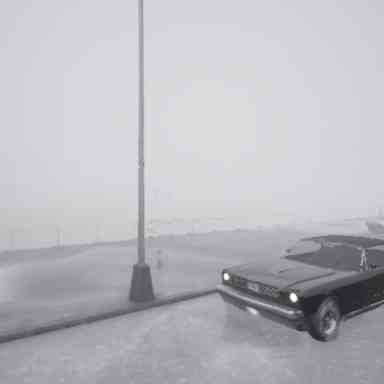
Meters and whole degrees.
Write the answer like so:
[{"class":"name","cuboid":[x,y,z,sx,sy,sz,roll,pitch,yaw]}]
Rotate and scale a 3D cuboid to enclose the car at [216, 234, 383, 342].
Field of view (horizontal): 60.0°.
[{"class":"car","cuboid":[2.776,1.584,6.584,4.718,1.301,1.895,0,0,-35]}]
